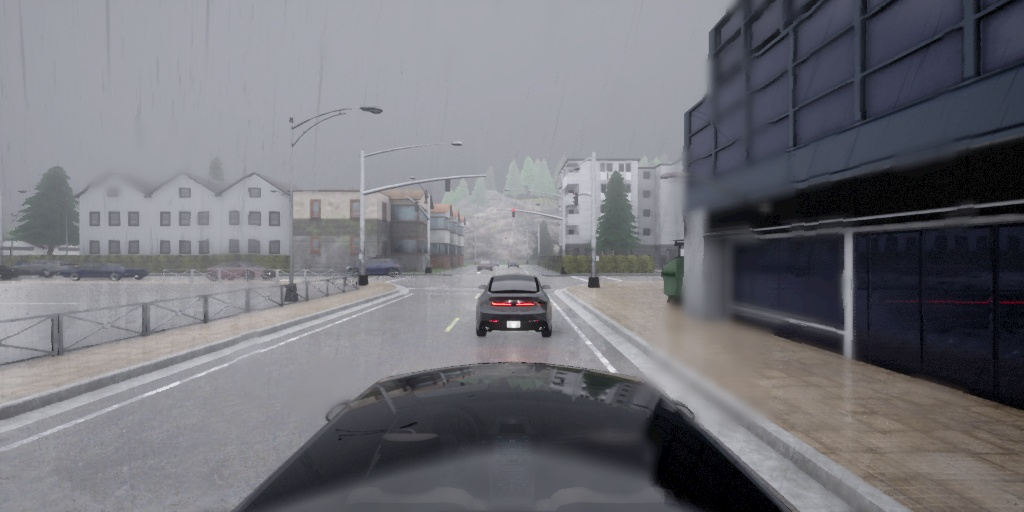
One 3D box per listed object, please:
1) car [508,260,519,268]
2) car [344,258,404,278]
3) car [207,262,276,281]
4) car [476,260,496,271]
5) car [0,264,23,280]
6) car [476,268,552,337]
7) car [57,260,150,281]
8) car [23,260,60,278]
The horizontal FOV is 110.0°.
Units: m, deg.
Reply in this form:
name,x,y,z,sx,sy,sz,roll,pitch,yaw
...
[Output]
name,x,y,z,sx,sy,sz,roll,pitch,yaw
car,0.199,1.351,60.949,1.895,1.301,4.718,0,0,-1
car,-11.591,0.924,30.248,4.553,1.767,2.097,0,0,-9
car,-19.883,1.138,26.460,4.181,1.385,1.994,0,0,0
car,-3.518,1.276,47.700,1.812,1.442,4.674,0,0,0
car,-40.126,1.174,26.592,4.718,1.301,1.895,0,0,1
car,0.070,1.255,10.298,1.837,1.490,4.892,0,0,1
car,-29.904,1.174,26.509,4.718,1.301,1.895,0,0,0
car,-39.486,1.065,30.245,4.902,1.511,2.128,0,0,0
